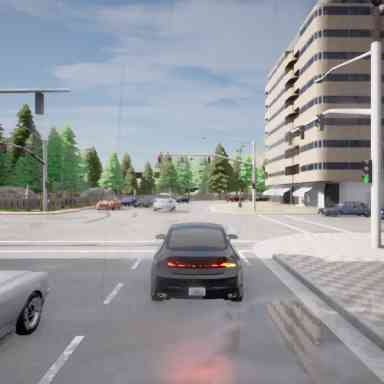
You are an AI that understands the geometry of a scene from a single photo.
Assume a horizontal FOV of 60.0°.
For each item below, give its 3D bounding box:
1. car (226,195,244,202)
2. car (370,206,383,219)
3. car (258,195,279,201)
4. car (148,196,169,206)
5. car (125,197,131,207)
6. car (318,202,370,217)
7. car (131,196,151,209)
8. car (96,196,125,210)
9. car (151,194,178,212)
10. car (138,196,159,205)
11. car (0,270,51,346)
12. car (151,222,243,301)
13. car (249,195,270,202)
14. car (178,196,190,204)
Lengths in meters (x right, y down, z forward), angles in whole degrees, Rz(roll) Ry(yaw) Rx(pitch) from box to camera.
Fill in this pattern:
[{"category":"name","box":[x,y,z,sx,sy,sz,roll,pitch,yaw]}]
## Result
[{"category":"car","box":[9.726,1.478,74.998,5.008,1.535,1.882,0,0,-41]},{"category":"car","box":[17.703,1.581,27.439,4.674,1.442,1.812,0,0,0]},{"category":"car","box":[18.524,1.500,80.512,4.892,1.490,1.837,0,0,-22]},{"category":"car","box":[-5.630,1.478,55.848,1.882,1.535,5.008,0,0,14]},{"category":"car","box":[-9.864,1.478,51.029,1.882,1.535,5.008,0,0,7]},{"category":"car","box":[14.607,1.603,30.949,5.357,1.411,2.033,0,0,0]},{"category":"car","box":[-6.739,1.564,46.042,1.994,1.385,4.181,0,0,0]},{"category":"car","box":[-10.396,1.352,41.818,2.097,1.767,4.553,0,0,2]},{"category":"car","box":[-3.200,1.218,39.513,2.150,2.045,5.566,0,0,1]},{"category":"car","box":[-7.821,1.505,60.748,1.837,1.490,4.892,0,0,19]},{"category":"car","box":[-3.426,1.601,3.762,1.895,1.301,4.718,0,0,0]},{"category":"car","box":[0.117,1.505,8.282,1.837,1.490,4.892,0,0,1]},{"category":"car","box":[15.199,1.595,74.726,4.718,1.301,1.895,0,0,-33]},{"category":"car","box":[-2.197,1.478,65.331,1.882,1.535,5.008,0,0,28]}]
